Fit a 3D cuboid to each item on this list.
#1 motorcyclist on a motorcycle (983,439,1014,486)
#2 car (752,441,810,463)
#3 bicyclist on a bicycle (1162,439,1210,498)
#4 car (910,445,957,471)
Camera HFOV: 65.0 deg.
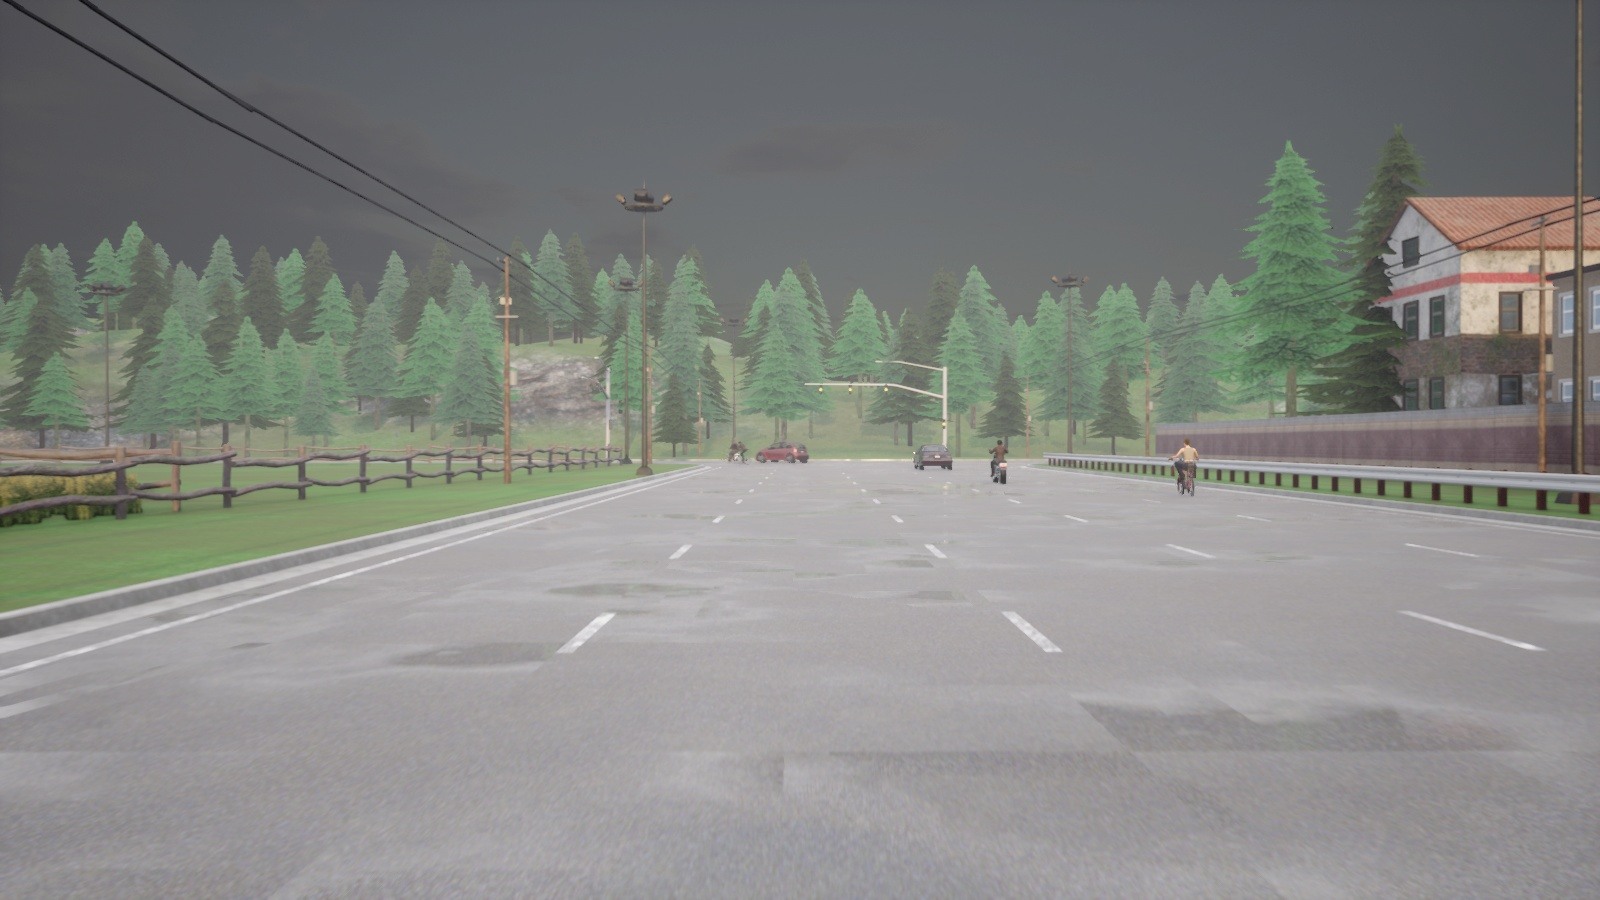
[{"bbox_3d":[7.278,0.443,46.060,0.766,1.649,2.350,0,0,0],"label":"motorcyclist on a motorcycle"},{"bbox_3d":[-1.404,0.123,92.270,3.988,1.617,1.851,0,0,37],"label":"car"},{"bbox_3d":[10.710,0.495,34.871,0.866,1.612,1.509,0,0,1],"label":"bicyclist on a bicycle"},{"bbox_3d":[7.416,0.404,70.212,2.033,1.411,5.357,0,0,0],"label":"car"}]
